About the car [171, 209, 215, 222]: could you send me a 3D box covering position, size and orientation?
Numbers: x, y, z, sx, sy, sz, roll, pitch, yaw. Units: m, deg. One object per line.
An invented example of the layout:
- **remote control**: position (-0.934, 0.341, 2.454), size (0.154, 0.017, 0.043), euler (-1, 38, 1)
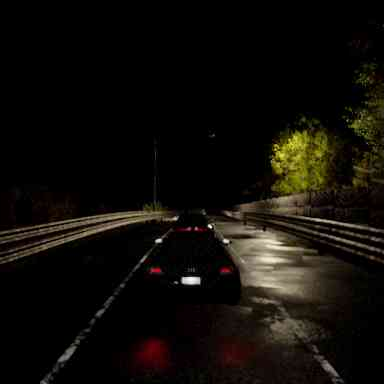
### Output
- **car**: position (0.038, 1.789, 16.116), size (1.837, 1.490, 4.892), euler (0, -1, 0)

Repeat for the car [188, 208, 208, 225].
- **car**: position (0.695, 2.662, 37.136), size (2.097, 1.767, 4.553), euler (0, -3, 3)

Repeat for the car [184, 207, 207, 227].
- **car**: position (0.379, 2.360, 31.772), size (2.097, 1.767, 4.553), euler (0, -3, 2)

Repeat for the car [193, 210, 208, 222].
- **car**: position (1.208, 3.304, 46.319), size (1.882, 1.535, 5.008), euler (0, -3, 4)

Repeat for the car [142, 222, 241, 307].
- **car**: position (0.010, 1.648, 8.176), size (1.994, 1.385, 4.181), euler (0, -1, 1)
